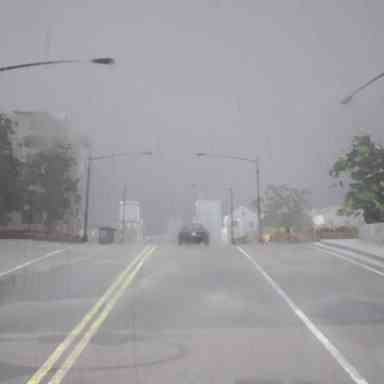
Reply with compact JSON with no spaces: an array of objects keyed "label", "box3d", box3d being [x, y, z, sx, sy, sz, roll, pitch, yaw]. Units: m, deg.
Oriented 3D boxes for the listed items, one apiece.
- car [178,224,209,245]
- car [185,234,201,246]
[{"label":"car","box3d":[0.109,2.865,22.345,1.994,1.385,4.181,0,-9,0]},{"label":"car","box3d":[0.108,5.907,40.746,1.895,1.301,4.718,0,-10,0]}]
